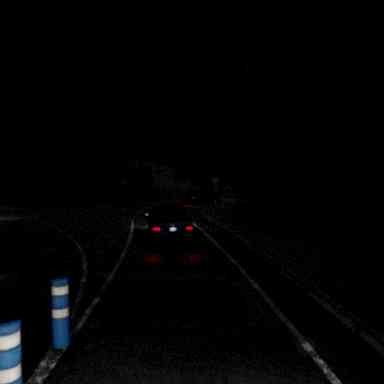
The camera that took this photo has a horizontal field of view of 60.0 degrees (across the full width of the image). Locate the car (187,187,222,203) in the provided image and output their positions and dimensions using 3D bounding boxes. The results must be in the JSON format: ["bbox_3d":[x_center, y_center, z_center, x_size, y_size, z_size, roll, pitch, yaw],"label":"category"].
[{"bbox_3d":[1.364,0.237,33.381,1.882,1.535,5.008,1,3,29],"label":"car"}]

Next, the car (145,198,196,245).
[{"bbox_3d":[-0.999,1.277,14.331,2.033,1.411,5.357,0,2,-7],"label":"car"}]
